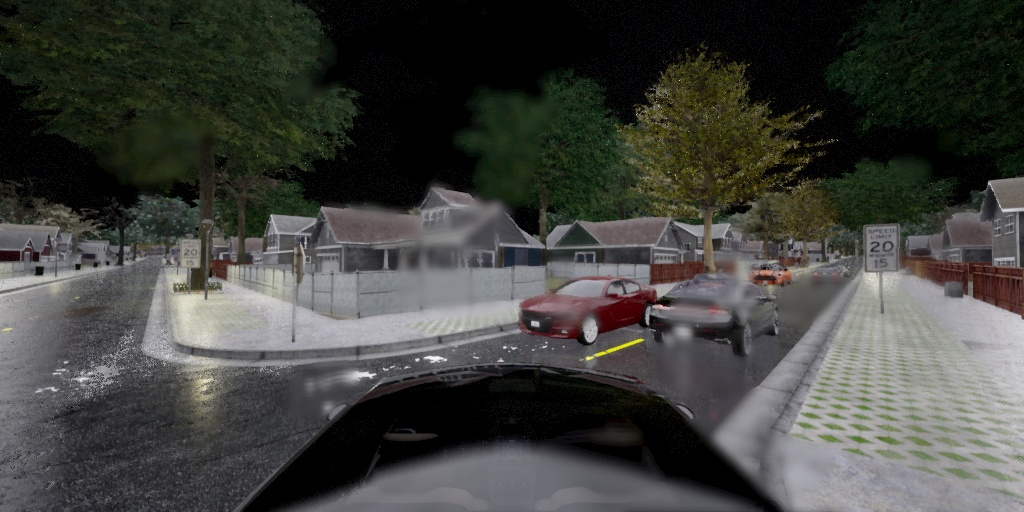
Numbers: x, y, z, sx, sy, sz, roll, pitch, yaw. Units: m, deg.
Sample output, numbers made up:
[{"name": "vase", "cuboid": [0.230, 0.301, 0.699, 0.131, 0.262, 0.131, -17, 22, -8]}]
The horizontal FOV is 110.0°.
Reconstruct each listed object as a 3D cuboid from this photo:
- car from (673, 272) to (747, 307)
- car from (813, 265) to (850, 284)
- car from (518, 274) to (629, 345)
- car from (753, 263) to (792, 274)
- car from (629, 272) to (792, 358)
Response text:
[{"name": "car", "cuboid": [9.720, 1.506, 17.399, 4.718, 1.301, 1.895, 1, -1, -45]}, {"name": "car", "cuboid": [27.087, 1.567, 30.593, 5.357, 1.411, 2.033, 0, -1, -44]}, {"name": "car", "cuboid": [2.297, 1.305, 10.008, 1.882, 1.535, 5.008, -1, -1, 45]}, {"name": "car", "cuboid": [19.913, 1.361, 27.526, 4.553, 1.767, 2.097, 1, -1, -45]}, {"name": "car", "cuboid": [5.088, 1.301, 8.768, 4.902, 1.511, 2.128, 1, -1, -45]}]
